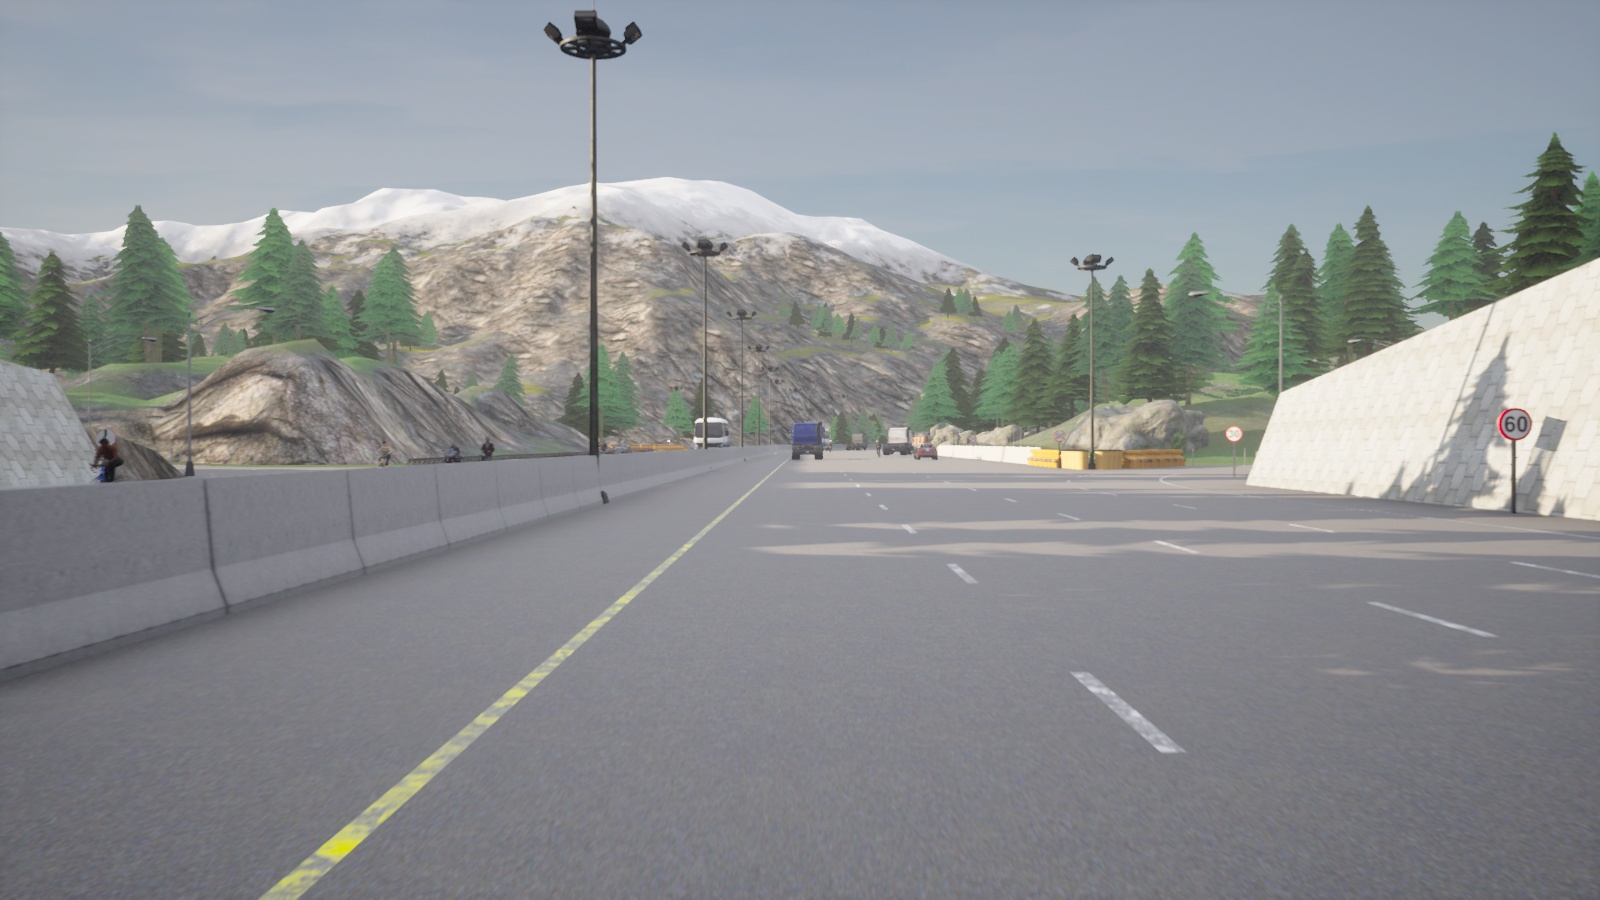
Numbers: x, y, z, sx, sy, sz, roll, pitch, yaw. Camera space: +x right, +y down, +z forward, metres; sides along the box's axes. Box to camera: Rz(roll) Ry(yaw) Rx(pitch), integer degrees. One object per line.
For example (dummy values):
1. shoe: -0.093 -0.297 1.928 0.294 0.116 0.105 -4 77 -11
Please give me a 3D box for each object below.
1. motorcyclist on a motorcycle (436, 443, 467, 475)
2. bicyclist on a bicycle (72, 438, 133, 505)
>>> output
1. motorcyclist on a motorcycle: -17.134 0.419 61.798 0.866 1.530 2.191 0 0 0
2. bicyclist on a bicycle: -17.307 0.509 31.212 0.582 1.620 1.656 0 1 0
